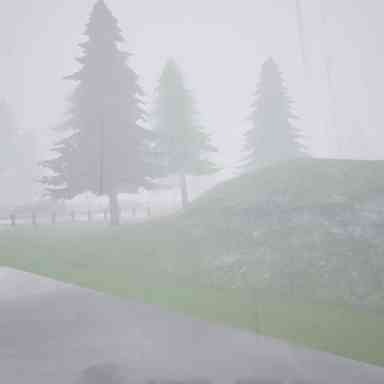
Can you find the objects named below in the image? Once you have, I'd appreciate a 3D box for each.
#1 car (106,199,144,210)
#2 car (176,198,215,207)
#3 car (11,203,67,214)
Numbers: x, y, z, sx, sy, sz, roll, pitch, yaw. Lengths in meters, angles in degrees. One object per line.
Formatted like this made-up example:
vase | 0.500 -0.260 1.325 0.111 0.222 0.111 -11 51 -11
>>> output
car | -7.517 1.466 37.335 4.181 1.385 1.994 0 0 -40
car | 0.541 1.462 43.613 5.357 1.411 2.033 0 0 -35
car | -14.150 1.386 31.004 2.128 1.511 4.902 0 0 44
